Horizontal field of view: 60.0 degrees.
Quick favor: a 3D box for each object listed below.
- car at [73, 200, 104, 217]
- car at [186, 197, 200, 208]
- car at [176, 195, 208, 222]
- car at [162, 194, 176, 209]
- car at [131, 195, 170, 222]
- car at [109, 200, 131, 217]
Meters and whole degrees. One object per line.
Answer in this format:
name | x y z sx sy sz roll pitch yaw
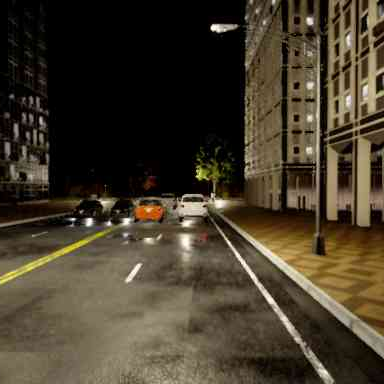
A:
car | -9.741 1.539 31.633 1.837 1.490 4.892 0 0 0
car | 0.114 1.550 49.725 1.994 1.385 4.181 0 0 0
car | 0.108 1.218 26.786 2.150 2.045 5.566 0 0 0
car | -3.138 1.214 44.567 2.150 2.045 5.566 0 0 0
car | -3.142 1.350 26.201 2.097 1.767 4.553 0 0 0
car | -6.491 1.539 31.632 1.837 1.490 4.892 0 0 0
